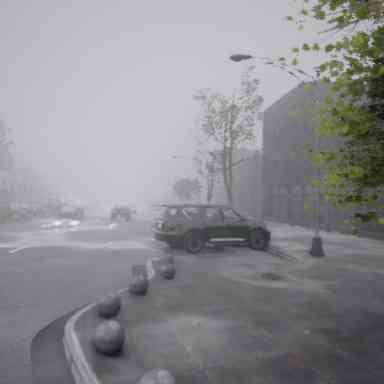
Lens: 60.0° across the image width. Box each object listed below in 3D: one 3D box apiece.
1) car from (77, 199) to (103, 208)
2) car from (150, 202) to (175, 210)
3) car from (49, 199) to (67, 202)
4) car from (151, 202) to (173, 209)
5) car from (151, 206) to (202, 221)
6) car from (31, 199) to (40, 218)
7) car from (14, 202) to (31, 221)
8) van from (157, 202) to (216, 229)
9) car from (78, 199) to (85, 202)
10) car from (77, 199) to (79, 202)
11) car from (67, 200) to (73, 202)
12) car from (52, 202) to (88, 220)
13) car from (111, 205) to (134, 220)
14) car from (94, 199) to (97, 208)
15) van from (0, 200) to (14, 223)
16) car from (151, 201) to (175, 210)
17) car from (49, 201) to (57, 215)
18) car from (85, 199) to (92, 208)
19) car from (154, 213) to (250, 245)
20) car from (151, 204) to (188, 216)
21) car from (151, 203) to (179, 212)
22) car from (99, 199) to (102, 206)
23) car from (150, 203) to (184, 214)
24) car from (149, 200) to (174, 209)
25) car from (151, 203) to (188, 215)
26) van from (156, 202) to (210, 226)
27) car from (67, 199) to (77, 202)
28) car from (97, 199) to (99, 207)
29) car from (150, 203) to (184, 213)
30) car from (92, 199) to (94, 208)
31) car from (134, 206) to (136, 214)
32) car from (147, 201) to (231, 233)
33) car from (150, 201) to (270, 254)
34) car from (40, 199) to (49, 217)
[{"bbox_3d":[-24.350,2.649,79.193,5.566,2.045,2.435,1,-1,-27],"label":"car"},{"bbox_3d":[-6.580,3.086,74.070,4.892,1.521,2.231,2,-1,-27],"label":"car"},{"bbox_3d":[-19.723,1.907,43.237,5.566,2.045,2.435,1,-1,-27],"label":"car"},{"bbox_3d":[-6.964,3.185,77.001,4.674,1.452,2.002,3,-2,-27],"label":"car"},{"bbox_3d":[-1.673,2.298,35.920,4.892,1.521,2.231,2,-2,-27],"label":"car"},{"bbox_3d":[-18.503,1.847,34.263,4.553,1.767,2.185,1,-1,-27],"label":"car"},{"bbox_3d":[-18.163,1.911,31.260,4.892,1.521,2.231,1,-2,-27],"label":"car"},{"bbox_3d":[-0.431,1.892,27.187,4.442,1.987,1.878,2,-2,-27],"label":"van"},{"bbox_3d":[-21.270,2.154,55.225,5.566,2.045,2.435,1,-1,-27],"label":"car"},{"bbox_3d":[-20.842,2.345,52.230,4.892,1.521,2.231,1,-1,-27],"label":"car"},{"bbox_3d":[-19.921,2.220,46.331,5.366,1.575,1.946,1,-2,-27],"label":"car"},{"bbox_3d":[-12.644,2.078,34.878,1.882,1.535,5.008,1,-2,-7],"label":"car"},{"bbox_3d":[-7.591,2.206,35.686,1.837,1.490,4.892,1,-2,-7],"label":"car"},{"bbox_3d":[-23.203,2.589,70.209,4.553,1.767,2.185,1,-2,-27],"label":"car"},{"bbox_3d":[-17.870,1.620,28.210,4.442,1.987,1.878,1,-1,-27],"label":"van"},{"bbox_3d":[-6.175,2.900,71.150,4.553,1.767,2.185,3,-1,-27],"label":"car"},{"bbox_3d":[-19.284,2.127,40.262,4.792,1.488,2.163,1,-2,-27],"label":"car"},{"bbox_3d":[-21.991,2.279,61.249,5.566,2.045,2.435,1,-2,-27],"label":"car"},{"bbox_3d":[0.579,1.957,18.296,4.792,1.488,2.163,3,-1,-27],"label":"car"},{"bbox_3d":[-3.208,2.568,47.643,4.792,1.488,2.163,2,-1,-27],"label":"car"},{"bbox_3d":[-5.053,2.873,62.350,4.792,1.488,2.163,2,-2,-27],"label":"car"},{"bbox_3d":[-23.953,2.840,76.211,4.892,1.521,2.231,1,-2,-27],"label":"car"},{"bbox_3d":[-3.941,2.661,53.527,5.008,1.535,2.097,2,-2,-27],"label":"car"},{"bbox_3d":[-7.313,2.956,79.962,5.566,2.045,2.435,2,-2,-27],"label":"car"},{"bbox_3d":[-3.404,2.605,50.689,5.366,1.575,1.946,2,-2,-27],"label":"car"},{"bbox_3d":[-0.808,1.954,30.121,4.442,1.987,1.878,3,-2,-27],"label":"van"},{"bbox_3d":[-20.439,2.031,49.256,5.566,2.045,2.435,1,-2,-27],"label":"car"},{"bbox_3d":[-23.531,2.652,73.229,4.553,1.767,2.185,1,-1,-27],"label":"car"},{"bbox_3d":[-4.159,2.726,56.557,5.366,1.575,1.946,3,-2,-27],"label":"car"},{"bbox_3d":[-22.810,2.527,67.208,4.553,1.767,2.185,1,-2,-27],"label":"car"},{"bbox_3d":[-9.497,2.611,50.477,1.895,1.301,4.718,1,-1,-7],"label":"car"},{"bbox_3d":[-0.176,1.800,24.178,5.566,2.045,2.435,3,-1,-27],"label":"car"},{"bbox_3d":[0.998,1.618,15.415,5.566,2.045,2.435,2,-2,-27],"label":"car"},{"bbox_3d":[-18.898,1.909,37.266,4.553,1.767,2.185,1,-1,-27],"label":"car"}]
